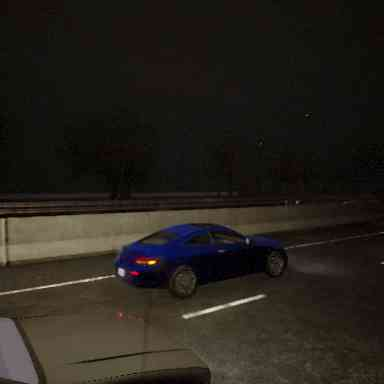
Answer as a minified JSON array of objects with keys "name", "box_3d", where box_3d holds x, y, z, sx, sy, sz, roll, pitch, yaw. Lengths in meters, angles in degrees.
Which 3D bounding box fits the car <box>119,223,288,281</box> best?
[{"name":"car","box_3d":[0.388,1.501,8.332,4.674,1.442,1.812,0,0,-36]}]

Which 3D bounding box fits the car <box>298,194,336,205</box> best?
[{"name":"car","box_3d":[13.828,1.299,35.405,4.892,1.490,1.837,0,0,-36]}]

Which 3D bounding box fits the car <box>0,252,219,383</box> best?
[{"name":"car","box_3d":[-2.363,1.552,2.058,5.357,1.411,2.033,0,0,-36]}]

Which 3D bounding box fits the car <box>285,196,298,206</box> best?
[{"name":"car","box_3d":[12.945,1.151,39.067,4.553,1.767,2.097,-1,0,-36]}]

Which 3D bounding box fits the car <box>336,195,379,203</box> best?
[{"name":"car","box_3d":[16.952,1.130,33.327,4.553,1.767,2.097,-1,0,-36]}]
